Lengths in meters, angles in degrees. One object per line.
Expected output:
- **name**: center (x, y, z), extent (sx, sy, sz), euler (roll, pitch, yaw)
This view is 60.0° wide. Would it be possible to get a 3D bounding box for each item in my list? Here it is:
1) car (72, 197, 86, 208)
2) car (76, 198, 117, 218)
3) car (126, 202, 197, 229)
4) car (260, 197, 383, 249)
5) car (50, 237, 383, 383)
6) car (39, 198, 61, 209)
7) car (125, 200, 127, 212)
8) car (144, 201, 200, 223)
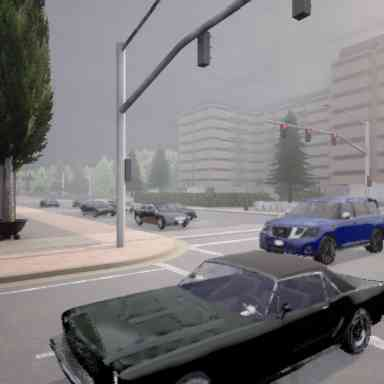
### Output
- **car**: center (-14.819, 1.490, 45.214), extent (2.128, 1.511, 4.902), euler (0, 0, -36)
- **car**: center (-8.657, 1.547, 30.658), extent (2.033, 1.411, 5.357), euler (0, 0, -36)
- **car**: center (-2.076, 1.491, 21.528), extent (2.128, 1.511, 4.902), euler (0, 0, -35)
- **car**: center (4.881, 1.222, 11.961), extent (5.566, 2.045, 2.150), euler (0, 0, -37)
- **car**: center (0.700, 1.601, 4.528), extent (4.718, 1.301, 1.895), euler (0, 0, -36)
- **car**: center (-19.847, 1.547, 46.237), extent (2.033, 1.411, 5.357), euler (0, 0, -35)
- **car**: center (-7.845, 1.491, 35.519), extent (2.128, 1.511, 4.902), euler (0, 0, -36)
- **car**: center (-1.785, 1.547, 27.120), extent (2.033, 1.411, 5.357), euler (0, 0, -36)
